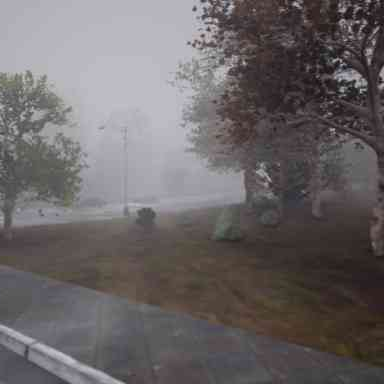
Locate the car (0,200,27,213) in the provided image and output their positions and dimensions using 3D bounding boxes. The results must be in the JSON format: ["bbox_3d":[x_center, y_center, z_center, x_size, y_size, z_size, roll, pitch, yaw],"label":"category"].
[{"bbox_3d":[-19.332,1.465,33.520,1.837,1.490,4.892,0,1,39],"label":"car"}]

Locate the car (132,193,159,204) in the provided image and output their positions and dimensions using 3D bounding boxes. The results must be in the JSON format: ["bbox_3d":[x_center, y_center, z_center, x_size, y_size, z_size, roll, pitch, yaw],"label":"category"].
[{"bbox_3d":[-6.817,0.919,49.047,1.994,1.385,4.181,0,3,39],"label":"car"}]

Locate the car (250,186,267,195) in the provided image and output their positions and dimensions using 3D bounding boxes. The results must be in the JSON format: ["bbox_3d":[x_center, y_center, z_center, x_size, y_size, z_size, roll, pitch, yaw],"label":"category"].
[{"bbox_3d":[12.199,-0.502,61.564,2.150,2.045,5.566,0,3,35],"label":"car"}]

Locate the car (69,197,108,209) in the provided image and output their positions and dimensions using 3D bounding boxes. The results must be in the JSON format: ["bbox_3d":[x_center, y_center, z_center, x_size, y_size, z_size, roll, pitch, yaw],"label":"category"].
[{"bbox_3d":[-13.098,1.289,41.266,2.033,1.411,5.357,0,2,39],"label":"car"}]
